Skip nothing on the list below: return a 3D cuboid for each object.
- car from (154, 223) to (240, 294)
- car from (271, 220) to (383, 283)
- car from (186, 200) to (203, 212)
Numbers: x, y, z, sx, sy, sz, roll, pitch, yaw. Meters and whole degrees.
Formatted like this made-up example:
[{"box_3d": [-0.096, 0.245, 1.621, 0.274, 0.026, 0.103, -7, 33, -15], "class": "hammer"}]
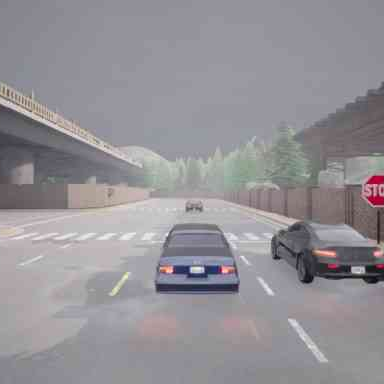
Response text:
[{"box_3d": [0.099, 1.547, 8.908, 2.033, 1.411, 5.357, 0, 0, 0], "class": "car"}, {"box_3d": [3.600, 1.526, 9.505, 1.812, 1.442, 4.674, 0, 0, 0], "class": "car"}, {"box_3d": [0.244, 1.601, 39.224, 1.895, 1.301, 4.718, 0, 0, 0], "class": "car"}]
